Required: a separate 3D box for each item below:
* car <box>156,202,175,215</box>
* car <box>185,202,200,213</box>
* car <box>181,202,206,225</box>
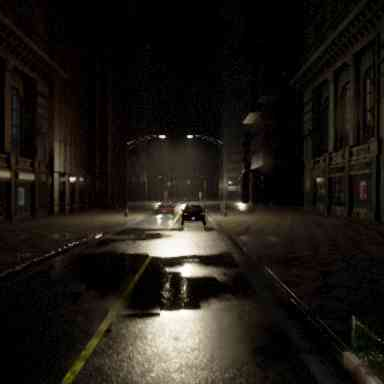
[{"bbox_3d":[-2.998,1.883,38.221,1.994,1.385,4.181,0,0,0],"label":"car"},{"bbox_3d":[0.102,1.973,44.357,1.895,1.301,4.718,0,-1,0],"label":"car"},{"bbox_3d":[0.102,1.743,26.180,1.812,1.442,4.674,0,-1,0],"label":"car"}]
